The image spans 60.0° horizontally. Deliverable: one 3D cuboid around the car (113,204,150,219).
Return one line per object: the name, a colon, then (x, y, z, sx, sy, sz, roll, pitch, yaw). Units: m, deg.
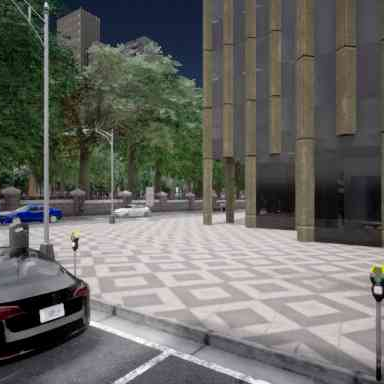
car: (-6.568, 2.087, 36.267, 1.812, 1.442, 4.674, 0, -1, 35)

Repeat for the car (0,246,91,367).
car: (-3.463, 1.566, 5.416, 4.313, 1.339, 1.947, 0, 0, 35)

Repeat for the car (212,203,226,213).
car: (4.605, 2.448, 52.097, 1.882, 1.535, 5.008, 0, -1, 36)

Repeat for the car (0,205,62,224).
car: (-13.076, 1.806, 26.986, 1.882, 1.535, 5.008, 0, -1, 35)
